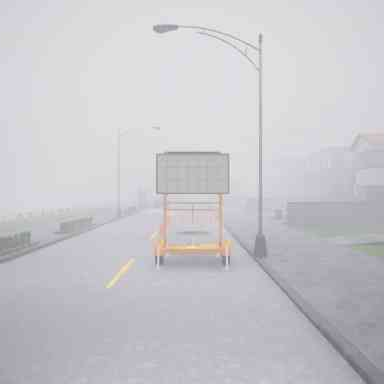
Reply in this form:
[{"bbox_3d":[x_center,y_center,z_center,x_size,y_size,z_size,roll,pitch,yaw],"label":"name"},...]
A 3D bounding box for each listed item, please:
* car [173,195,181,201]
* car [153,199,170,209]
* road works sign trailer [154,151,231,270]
[{"bbox_3d":[-3.823,1.547,84.862,2.033,1.411,5.357,0,0,0],"label":"car"},{"bbox_3d":[-4.006,1.564,44.257,1.994,1.385,4.181,0,0,0],"label":"car"},{"bbox_3d":[0.022,0.464,11.029,2.380,3.560,2.880,0,0,0],"label":"road works sign trailer"}]
